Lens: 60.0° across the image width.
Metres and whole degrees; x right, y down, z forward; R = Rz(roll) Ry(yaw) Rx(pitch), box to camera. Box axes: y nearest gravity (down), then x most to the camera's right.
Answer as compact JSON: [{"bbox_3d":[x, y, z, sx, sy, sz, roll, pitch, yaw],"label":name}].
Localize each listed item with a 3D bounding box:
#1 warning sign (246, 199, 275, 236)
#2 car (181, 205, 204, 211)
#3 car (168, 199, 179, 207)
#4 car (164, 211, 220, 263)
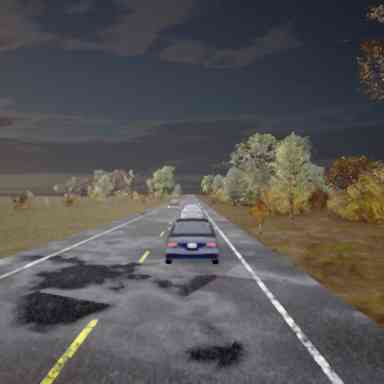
[{"bbox_3d":[3.546,1.293,17.318,1.300,1.860,1.060,0,-1,0],"label":"warning sign"},{"bbox_3d":[0.026,1.817,28.898,1.812,1.442,4.674,0,0,0],"label":"car"},{"bbox_3d":[-3.516,2.143,65.339,1.812,1.442,4.674,0,0,0],"label":"car"},{"bbox_3d":[0.013,1.678,12.517,2.033,1.411,5.357,0,-1,0],"label":"car"}]
